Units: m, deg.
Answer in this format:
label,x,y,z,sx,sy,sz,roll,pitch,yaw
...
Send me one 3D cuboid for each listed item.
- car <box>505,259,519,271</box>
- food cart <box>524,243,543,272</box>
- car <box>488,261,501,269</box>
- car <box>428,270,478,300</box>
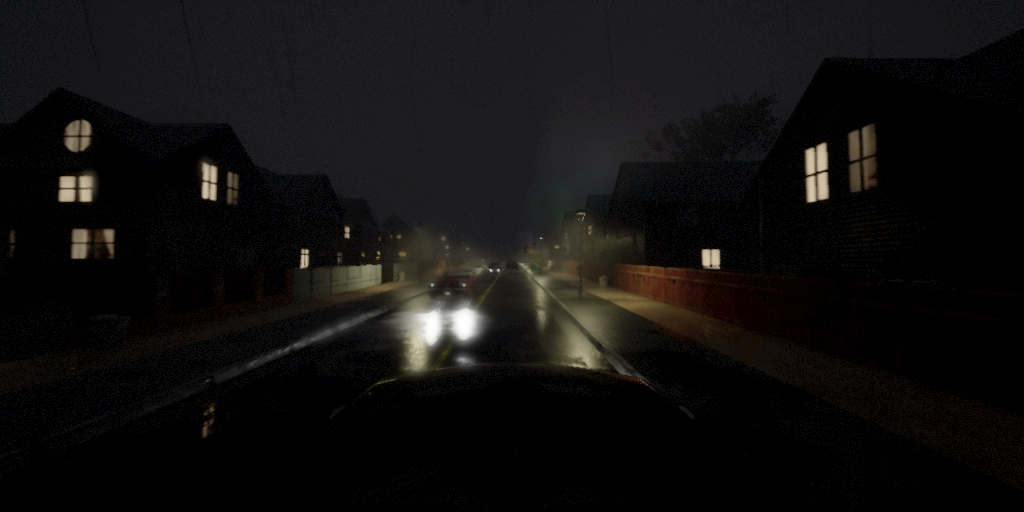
label,x,y,z,sx,sy,sz,roll,pitch,yaw
car,-0.002,1.341,53.055,1.882,1.535,5.008,0,0,0
food cart,3.005,0.302,44.240,2.280,3.560,4.660,0,0,0
car,-2.802,1.448,59.776,1.994,1.385,4.181,0,0,1
car,-2.851,1.372,18.160,1.895,1.301,4.718,0,0,0
